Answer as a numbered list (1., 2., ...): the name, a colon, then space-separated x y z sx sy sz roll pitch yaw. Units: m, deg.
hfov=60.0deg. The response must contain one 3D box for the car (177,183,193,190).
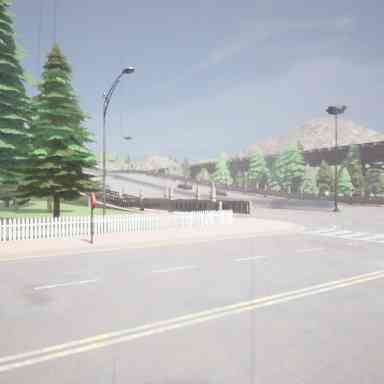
1. car: -1.701 -1.376 78.265 2.128 1.511 4.902 0 7 -34

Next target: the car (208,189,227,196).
1. car: 5.241 0.147 67.975 1.812 1.442 4.674 0 6 -33
